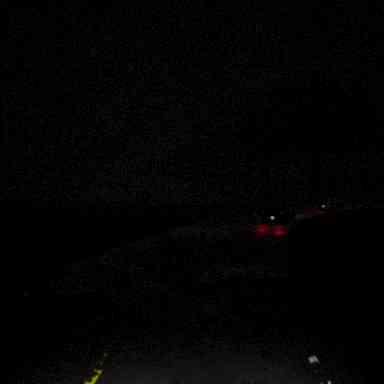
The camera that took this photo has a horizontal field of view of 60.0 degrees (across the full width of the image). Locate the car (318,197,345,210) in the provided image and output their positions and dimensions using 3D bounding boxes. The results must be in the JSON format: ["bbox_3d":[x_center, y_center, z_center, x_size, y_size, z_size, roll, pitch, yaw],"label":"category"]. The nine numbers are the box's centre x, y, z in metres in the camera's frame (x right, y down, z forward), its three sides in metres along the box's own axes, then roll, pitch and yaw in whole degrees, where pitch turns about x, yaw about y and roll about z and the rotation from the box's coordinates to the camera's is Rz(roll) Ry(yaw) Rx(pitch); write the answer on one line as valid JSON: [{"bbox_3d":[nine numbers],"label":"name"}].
[{"bbox_3d":[16.322,1.319,38.893,1.837,1.490,4.892,-1,0,43],"label":"car"}]

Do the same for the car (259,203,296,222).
[{"bbox_3d":[6.581,1.492,25.127,1.895,1.301,4.718,0,0,26],"label":"car"}]
